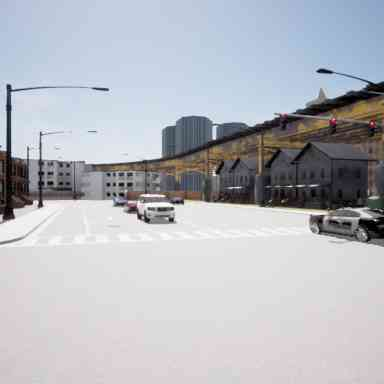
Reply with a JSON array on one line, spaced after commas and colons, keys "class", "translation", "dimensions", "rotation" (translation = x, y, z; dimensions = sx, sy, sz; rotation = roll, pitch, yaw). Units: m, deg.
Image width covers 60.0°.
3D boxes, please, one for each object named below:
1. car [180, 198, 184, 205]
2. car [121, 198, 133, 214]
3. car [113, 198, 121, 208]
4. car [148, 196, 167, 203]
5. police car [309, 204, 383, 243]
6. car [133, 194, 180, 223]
[{"class": "car", "translation": [-2.842, 1.564, 59.062], "dimensions": [1.994, 1.385, 4.181], "rotation": [0, 0, -22]}, {"class": "car", "translation": [-6.163, 1.601, 35.786], "dimensions": [1.895, 1.301, 4.718], "rotation": [0, 0, -19]}, {"class": "car", "translation": [-10.764, 1.548, 49.581], "dimensions": [2.033, 1.411, 5.357], "rotation": [0, 0, -18]}, {"class": "car", "translation": [-7.092, 1.526, 67.780], "dimensions": [1.812, 1.442, 4.674], "rotation": [0, 0, -36]}, {"class": "police car", "translation": [7.849, 1.425, 16.386], "dimensions": [1.930, 1.638, 5.238], "rotation": [0, 0, -19]}, {"class": "car", "translation": [-2.969, 1.221, 26.278], "dimensions": [2.150, 2.045, 5.566], "rotation": [0, 0, -19]}]
